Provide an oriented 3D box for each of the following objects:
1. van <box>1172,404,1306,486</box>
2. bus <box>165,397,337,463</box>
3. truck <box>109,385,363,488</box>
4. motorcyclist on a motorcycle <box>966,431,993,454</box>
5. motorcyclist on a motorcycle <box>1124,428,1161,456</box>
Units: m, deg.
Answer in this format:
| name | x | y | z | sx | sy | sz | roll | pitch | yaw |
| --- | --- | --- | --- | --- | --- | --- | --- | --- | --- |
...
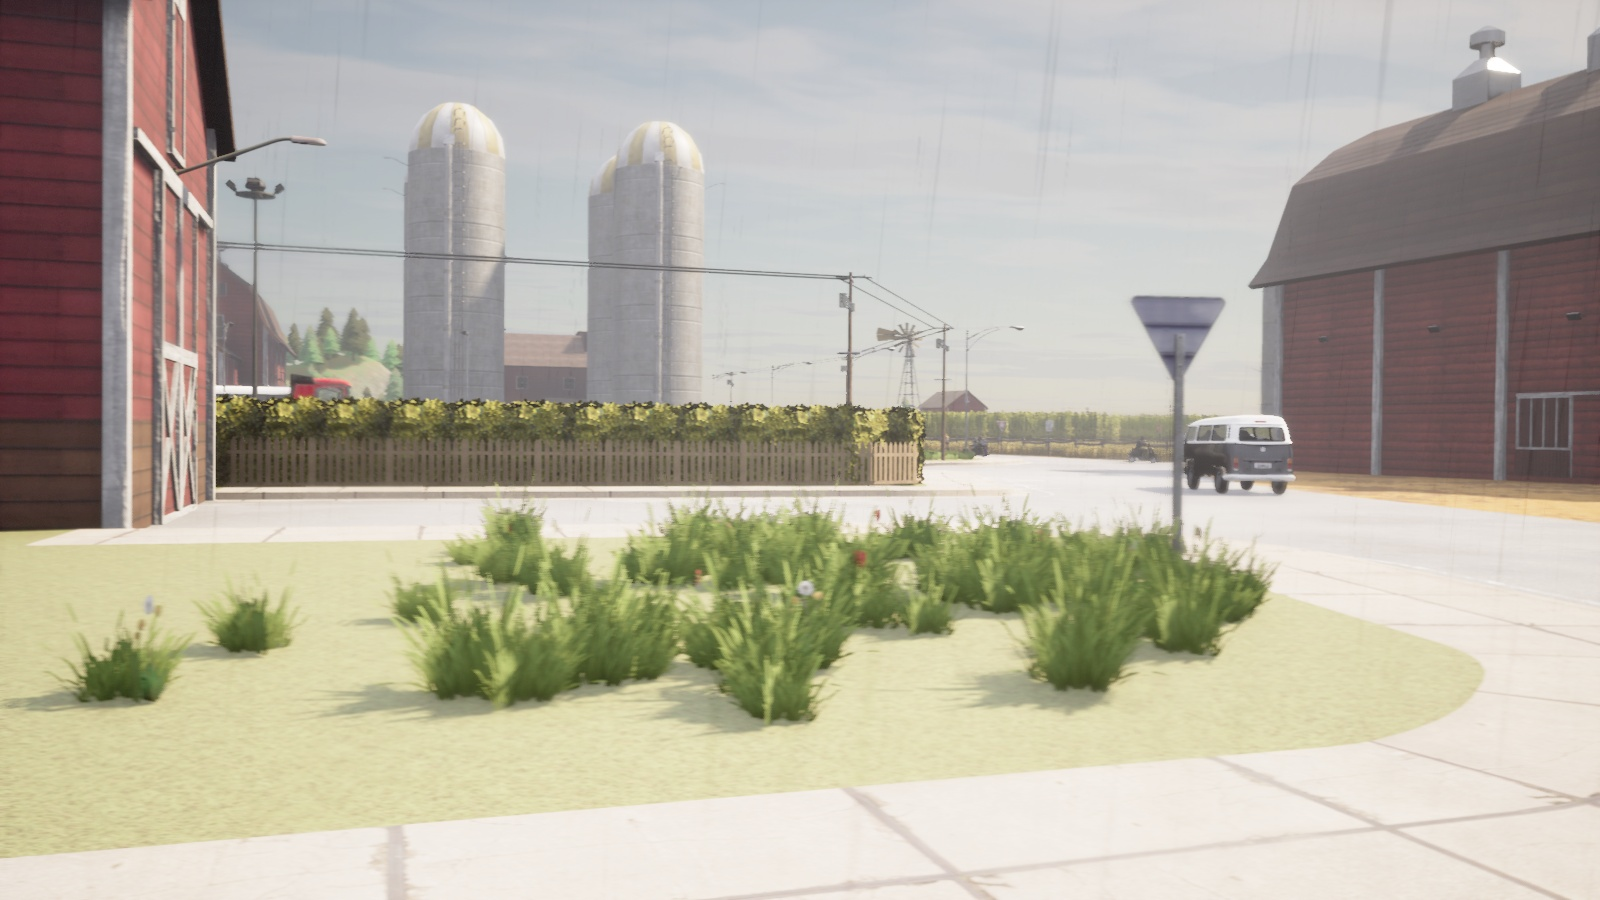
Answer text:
| name | x | y | z | sx | sy | sz | roll | pitch | yaw |
| --- | --- | --- | --- | --- | --- | --- | --- | --- | --- |
| van | 11.707 | -0.152 | 33.820 | 2.069 | 2.038 | 4.480 | -1 | 1 | 1 |
| bus | -36.757 | -1.371 | 84.613 | 10.273 | 4.253 | 3.944 | -1 | 1 | -19 |
| truck | -19.772 | -0.531 | 44.634 | 7.936 | 3.462 | 2.891 | -1 | 1 | -19 |
| motorcyclist on a motorcycle | 12.015 | -0.487 | 84.157 | 0.866 | 1.530 | 2.191 | -1 | 1 | -19 |
| motorcyclist on a motorcycle | 19.361 | -0.455 | 70.997 | 1.817 | 1.590 | 0.866 | 0 | 0 | 36 |
